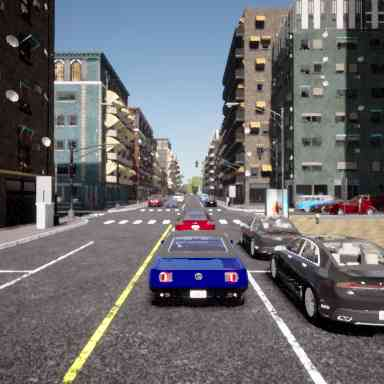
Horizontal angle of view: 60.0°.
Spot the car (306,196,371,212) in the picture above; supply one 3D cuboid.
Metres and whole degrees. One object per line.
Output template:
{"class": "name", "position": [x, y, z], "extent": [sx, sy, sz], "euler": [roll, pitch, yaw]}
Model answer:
{"class": "car", "position": [15.289, 1.453, 34.946], "extent": [5.357, 1.411, 2.033], "euler": [0, -1, 1]}

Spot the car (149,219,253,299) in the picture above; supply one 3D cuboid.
{"class": "car", "position": [0.127, 1.603, 8.386], "extent": [1.895, 1.301, 4.718], "euler": [0, 0, 0]}

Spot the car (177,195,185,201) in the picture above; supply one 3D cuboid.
{"class": "car", "position": [-2.725, 1.572, 82.855], "extent": [1.994, 1.385, 4.181], "euler": [0, 0, 0]}

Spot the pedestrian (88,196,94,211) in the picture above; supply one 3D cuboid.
{"class": "pedestrian", "position": [-12.393, 1.347, 40.777], "extent": [0.375, 1.860, 0.375], "euler": [0, 0, 1]}

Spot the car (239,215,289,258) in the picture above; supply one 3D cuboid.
{"class": "car", "position": [2.872, 1.555, 12.568], "extent": [2.008, 1.369, 4.403], "euler": [1, 0, 0]}

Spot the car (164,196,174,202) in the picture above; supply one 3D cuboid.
{"class": "car", "position": [-5.418, 1.597, 78.684], "extent": [1.947, 1.339, 4.313], "euler": [1, 0, 0]}

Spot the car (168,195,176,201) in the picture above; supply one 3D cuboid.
{"class": "car", "position": [-5.381, 1.603, 89.826], "extent": [1.947, 1.339, 4.313], "euler": [1, 0, 0]}

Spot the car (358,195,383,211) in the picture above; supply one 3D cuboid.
{"class": "car", "position": [19.415, 1.228, 37.487], "extent": [5.009, 1.841, 2.192], "euler": [0, 0, 1]}

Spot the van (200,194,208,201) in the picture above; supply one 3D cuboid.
{"class": "van", "position": [2.965, 1.373, 78.618], "extent": [1.690, 1.788, 3.998], "euler": [1, 0, 0]}

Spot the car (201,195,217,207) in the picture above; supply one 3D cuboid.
{"class": "car", "position": [2.869, 1.585, 50.761], "extent": [1.947, 1.339, 4.313], "euler": [1, 0, 0]}

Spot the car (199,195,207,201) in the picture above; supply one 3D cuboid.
{"class": "car", "position": [2.999, 1.582, 89.758], "extent": [1.887, 1.381, 4.507], "euler": [1, 0, 0]}

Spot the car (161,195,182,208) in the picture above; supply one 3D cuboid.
{"class": "car", "position": [-2.940, 1.565, 48.750], "extent": [2.033, 1.411, 5.357], "euler": [0, 0, 1]}

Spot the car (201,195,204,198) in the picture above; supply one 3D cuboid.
{"class": "car", "position": [2.888, 1.603, 56.332], "extent": [1.802, 1.307, 4.206], "euler": [1, 0, 0]}

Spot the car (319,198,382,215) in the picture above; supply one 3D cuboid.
{"class": "car", "position": [13.800, 1.413, 29.163], "extent": [4.206, 1.307, 1.802], "euler": [0, 0, 1]}

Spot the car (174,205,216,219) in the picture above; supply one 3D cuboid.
{"class": "car", "position": [0.152, 1.570, 17.249], "extent": [1.994, 1.385, 4.181], "euler": [0, 0, 0]}

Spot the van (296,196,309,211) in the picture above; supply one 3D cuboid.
{"class": "van", "position": [13.888, 1.296, 37.544], "extent": [3.998, 1.788, 1.690], "euler": [0, 0, 1]}

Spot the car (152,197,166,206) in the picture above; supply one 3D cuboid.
{"class": "car", "position": [-5.492, 1.566, 56.400], "extent": [1.887, 1.381, 4.507], "euler": [1, 0, 0]}

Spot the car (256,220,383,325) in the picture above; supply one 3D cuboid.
{"class": "car", "position": [2.854, 1.553, 6.998], "extent": [2.008, 1.369, 4.403], "euler": [1, 0, 0]}

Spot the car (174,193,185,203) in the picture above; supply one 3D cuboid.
{"class": "car", "position": [-2.778, 1.250, 68.704], "extent": [2.150, 2.045, 5.566], "euler": [0, 0, 0]}

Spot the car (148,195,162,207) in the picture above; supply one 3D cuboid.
{"class": "car", "position": [-5.507, 1.334, 50.829], "extent": [2.192, 1.841, 5.009], "euler": [1, 0, 0]}
